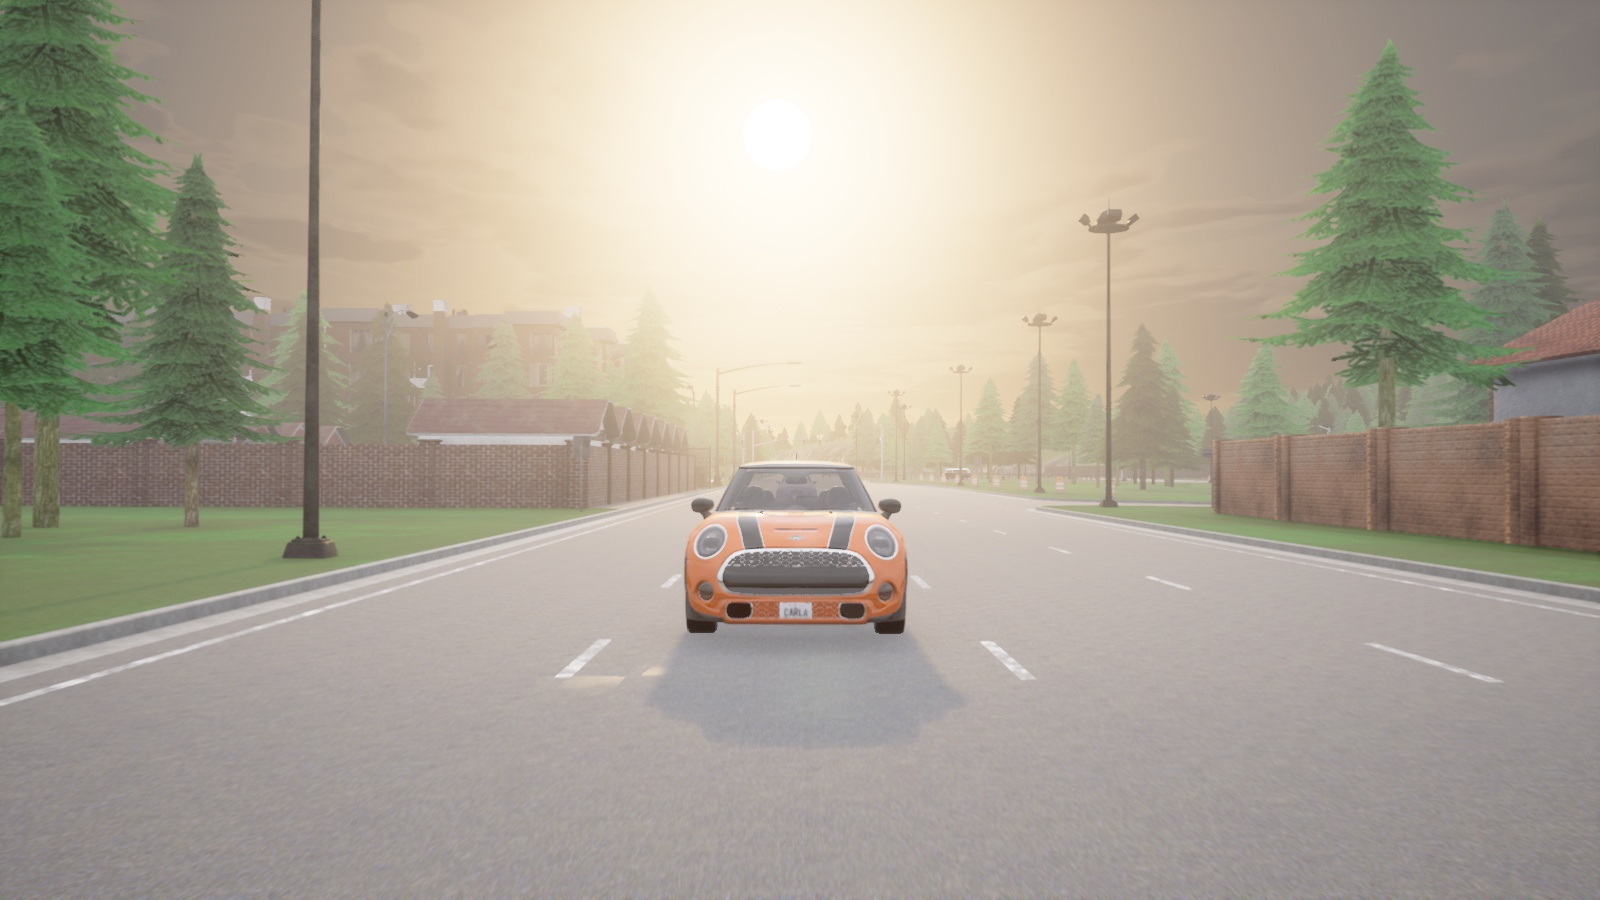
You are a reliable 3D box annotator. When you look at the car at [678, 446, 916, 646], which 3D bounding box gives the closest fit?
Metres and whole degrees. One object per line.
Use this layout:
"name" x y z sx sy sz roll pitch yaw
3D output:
"car" -0.035 0.893 13.403 2.097 1.767 4.553 0 -1 0
